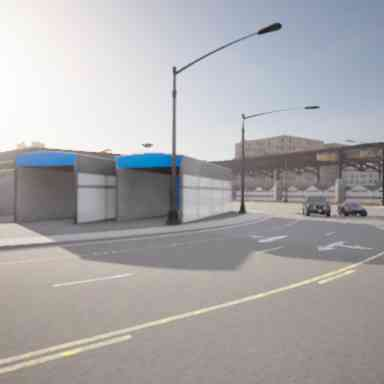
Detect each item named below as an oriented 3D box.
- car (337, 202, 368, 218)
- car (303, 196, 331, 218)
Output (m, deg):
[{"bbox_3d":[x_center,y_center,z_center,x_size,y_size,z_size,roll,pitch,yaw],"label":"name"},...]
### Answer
[{"bbox_3d":[16.043,1.738,33.526,2.033,1.411,5.357,0,0,12],"label":"car"},{"bbox_3d":[12.328,1.394,33.060,2.150,2.045,5.566,0,0,14],"label":"car"}]
